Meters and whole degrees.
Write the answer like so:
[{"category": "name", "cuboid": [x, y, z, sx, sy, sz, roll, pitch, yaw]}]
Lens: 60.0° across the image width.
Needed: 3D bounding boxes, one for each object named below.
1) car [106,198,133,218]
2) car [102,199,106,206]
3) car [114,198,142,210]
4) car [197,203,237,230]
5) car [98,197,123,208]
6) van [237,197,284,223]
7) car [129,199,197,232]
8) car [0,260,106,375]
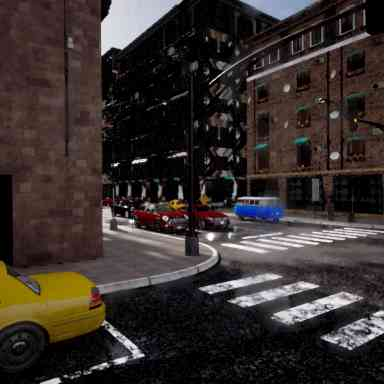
[{"category": "car", "cuboid": [-5.609, 1.473, 29.581, 1.837, 1.490, 4.892, -1, 0, -36]}, {"category": "car", "cuboid": [-14.368, 1.429, 46.970, 2.128, 1.511, 4.902, -1, 0, -35]}, {"category": "car", "cuboid": [-8.395, 1.463, 43.258, 1.887, 1.381, 4.507, -1, 0, -36]}, {"category": "car", "cuboid": [0.437, 1.508, 21.274, 1.812, 1.442, 4.674, -1, 0, -34]}, {"category": "car", "cuboid": [-11.725, 1.462, 47.837, 1.887, 1.381, 4.507, -1, 0, -36]}, {"category": "van", "cuboid": [4.926, 1.280, 24.944, 1.690, 1.788, 3.998, 0, 0, -36]}, {"category": "car", "cuboid": [-1.863, 1.440, 20.030, 1.967, 1.590, 4.097, 0, 0, -36]}, {"category": "car", "cuboid": [-3.554, 1.525, 4.029, 4.829, 1.417, 1.752, 0, 0, -36]}]
